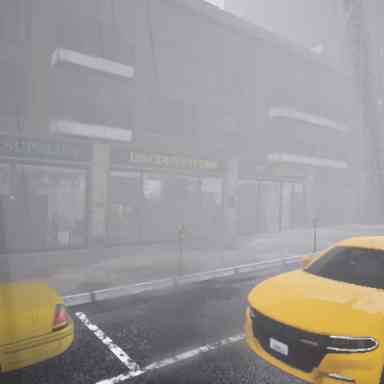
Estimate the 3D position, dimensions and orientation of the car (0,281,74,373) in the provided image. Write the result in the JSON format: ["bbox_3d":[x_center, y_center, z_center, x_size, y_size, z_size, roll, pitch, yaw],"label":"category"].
[{"bbox_3d":[-3.789,1.525,3.368,4.829,1.417,1.752,0,2,-35],"label":"car"}]

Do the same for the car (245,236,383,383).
[{"bbox_3d":[3.017,1.482,5.224,5.008,1.535,1.882,0,0,-36],"label":"car"}]
